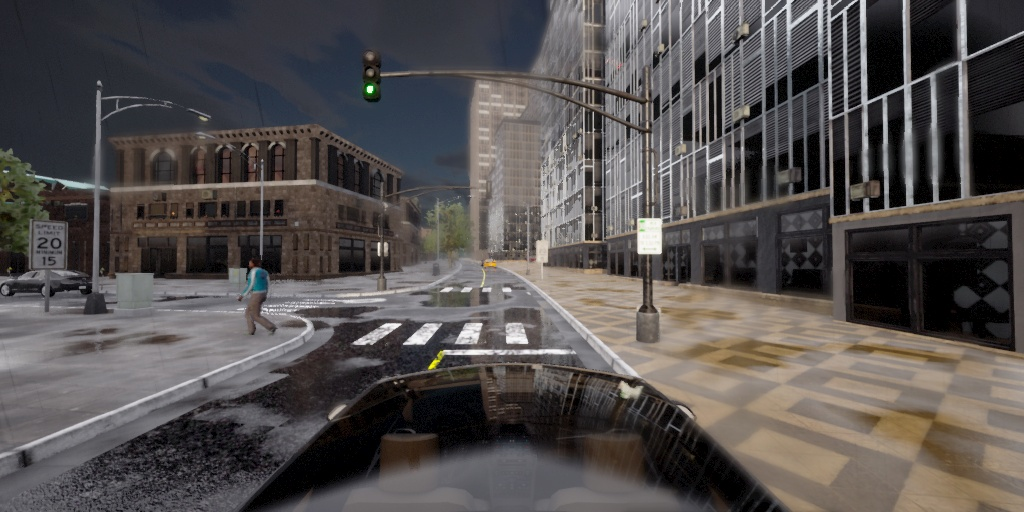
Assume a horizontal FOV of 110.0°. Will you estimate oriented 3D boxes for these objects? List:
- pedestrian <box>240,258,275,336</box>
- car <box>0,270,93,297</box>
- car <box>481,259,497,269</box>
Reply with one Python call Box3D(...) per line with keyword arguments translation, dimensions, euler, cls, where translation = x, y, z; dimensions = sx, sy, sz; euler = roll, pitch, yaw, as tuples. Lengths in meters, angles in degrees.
Box3D(translation=(-5.766, 0.887, 8.139), dimensions=(0.375, 1.860, 0.375), euler=(1, -1, -1), cls="pedestrian")
Box3D(translation=(-24.233, 1.384, 18.766), dimensions=(4.403, 1.370, 2.007), euler=(0, 0, 9), cls="car")
Box3D(translation=(-3.580, 1.229, 58.416), dimensions=(1.882, 1.535, 5.008), euler=(0, 0, -7), cls="car")
